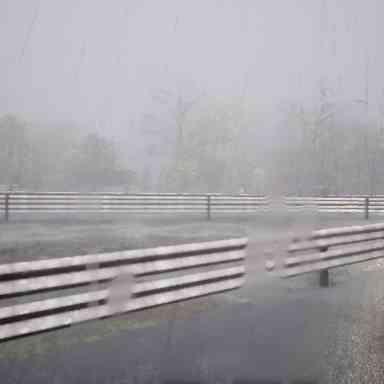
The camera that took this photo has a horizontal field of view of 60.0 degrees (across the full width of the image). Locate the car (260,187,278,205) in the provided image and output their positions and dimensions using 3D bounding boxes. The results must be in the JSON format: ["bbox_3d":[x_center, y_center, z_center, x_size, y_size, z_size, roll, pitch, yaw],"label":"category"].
[{"bbox_3d":[9.255,0.623,29.420,5.566,2.045,2.150,1,0,-13],"label":"car"}]

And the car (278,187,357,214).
[{"bbox_3d":[9.994,0.635,25.999,5.566,2.045,2.150,1,0,-13],"label":"car"}]

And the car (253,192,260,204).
[{"bbox_3d":[8.423,0.747,32.820,4.553,1.767,2.097,1,0,-13],"label":"car"}]
